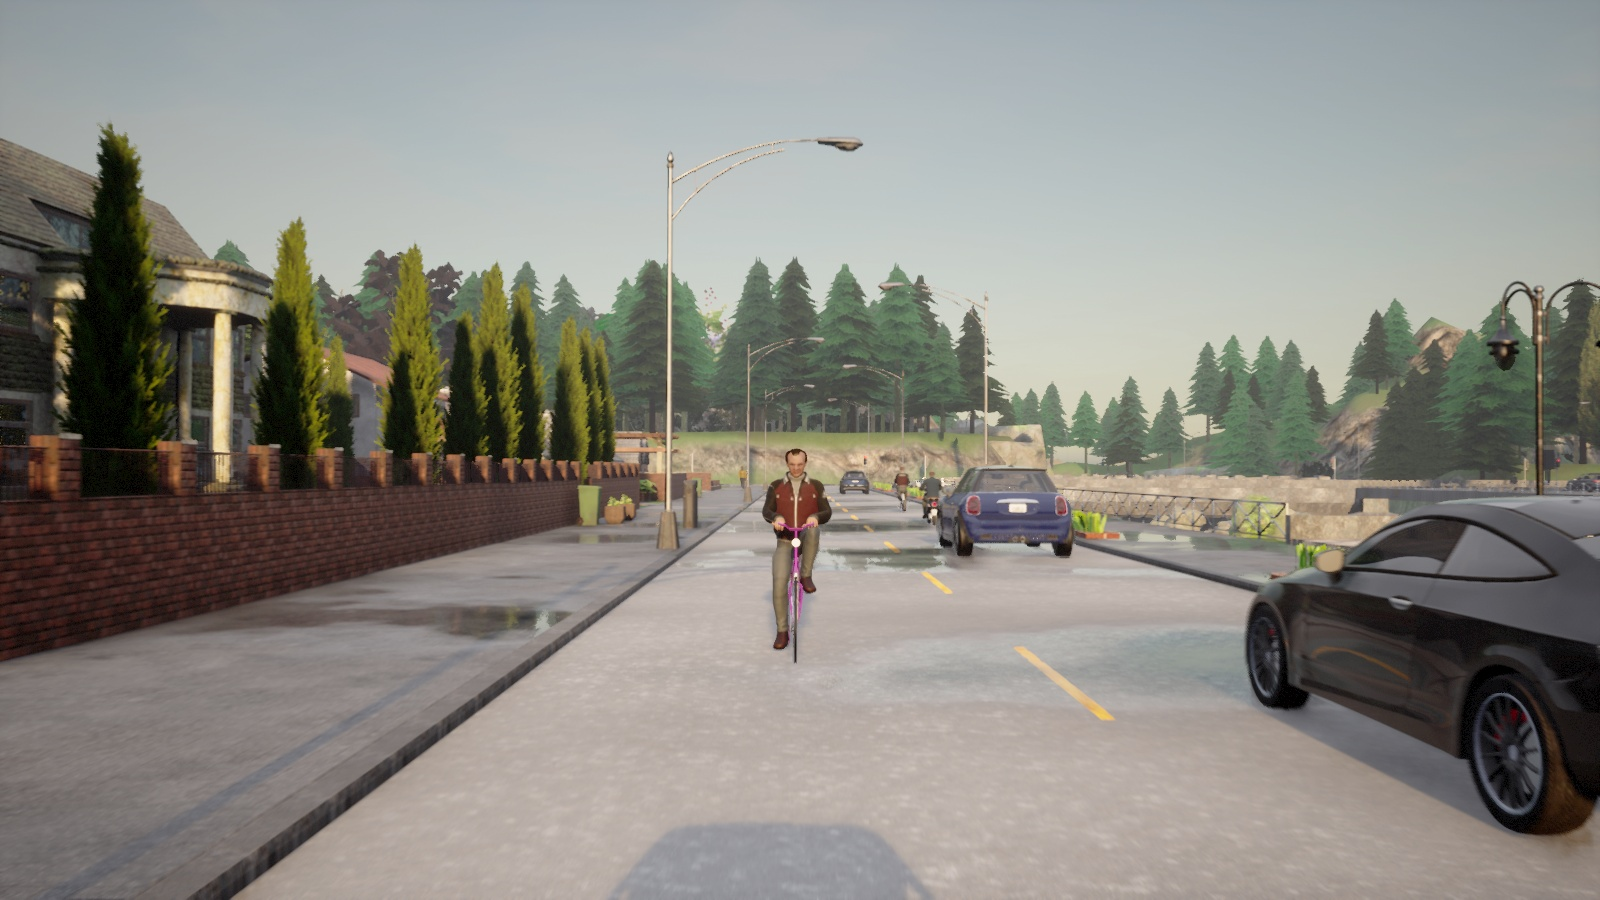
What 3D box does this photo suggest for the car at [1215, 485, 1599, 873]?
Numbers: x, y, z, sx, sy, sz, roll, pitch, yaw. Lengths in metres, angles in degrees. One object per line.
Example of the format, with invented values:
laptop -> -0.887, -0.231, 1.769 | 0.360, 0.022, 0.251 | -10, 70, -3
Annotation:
car -> 3.981, 0.940, 6.927 | 1.812, 1.442, 4.674 | 0, -1, 0

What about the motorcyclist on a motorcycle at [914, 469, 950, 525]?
motorcyclist on a motorcycle -> 3.897, 1.376, 37.231 | 0.866, 1.590, 1.817 | 0, -1, 0

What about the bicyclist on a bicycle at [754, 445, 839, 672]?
bicyclist on a bicycle -> -0.027, 0.866, 10.765 | 0.659, 1.776, 1.843 | 0, -1, 0

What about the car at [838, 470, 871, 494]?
car -> 3.766, 2.195, 87.530 | 2.033, 1.649, 4.856 | 0, -1, 0

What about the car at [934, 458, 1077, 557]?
car -> 3.921, 1.072, 24.764 | 2.097, 1.767, 4.553 | 0, -1, 0
